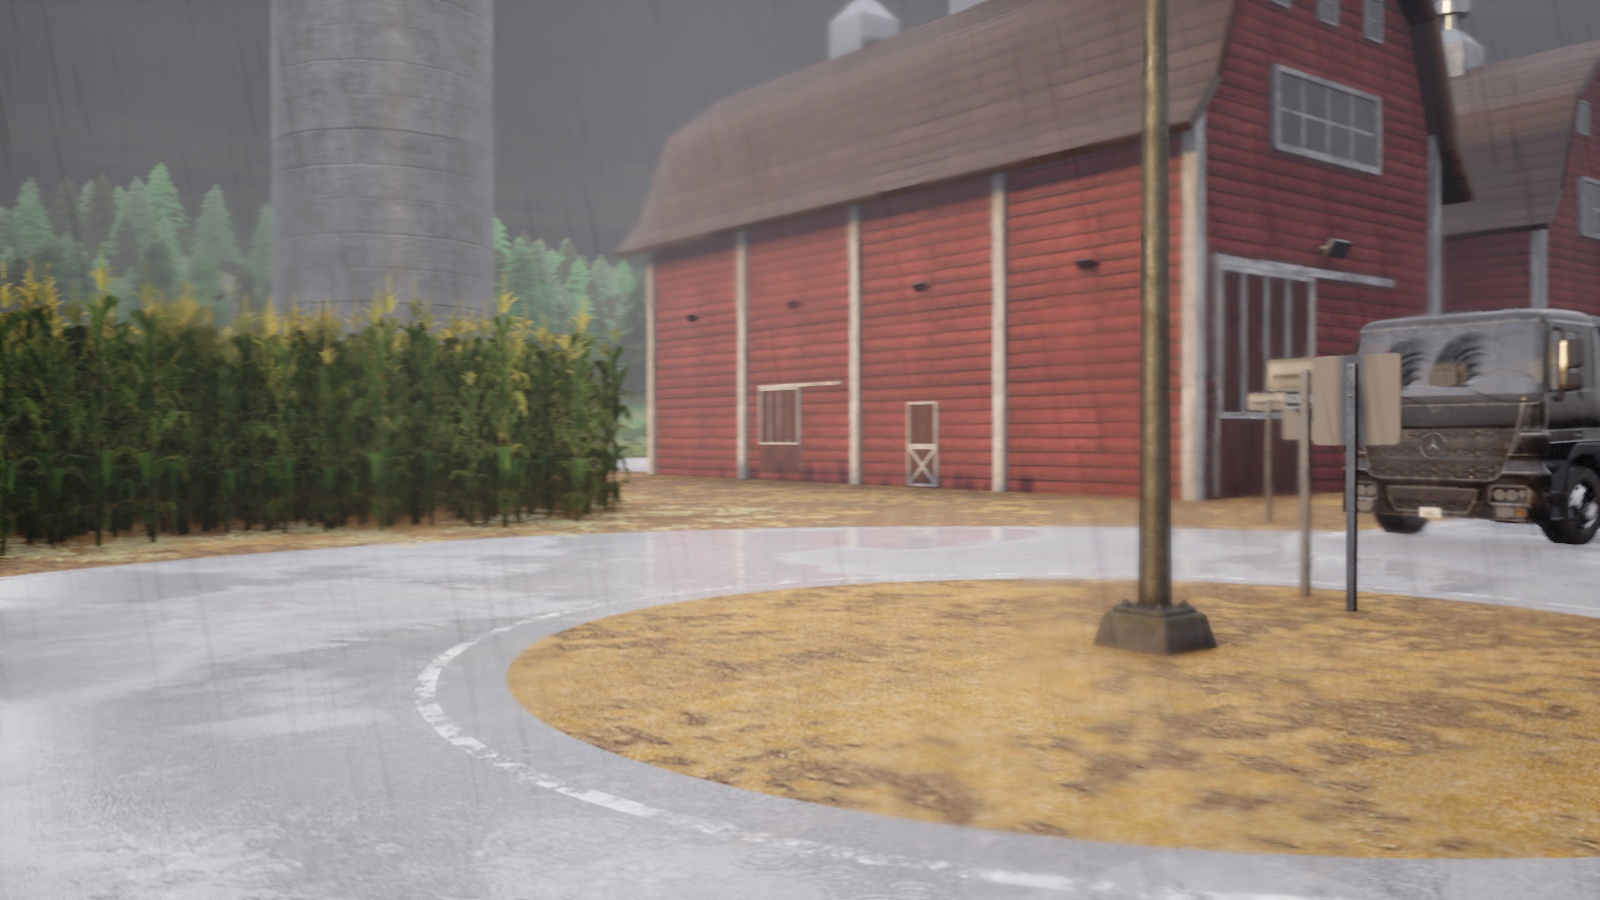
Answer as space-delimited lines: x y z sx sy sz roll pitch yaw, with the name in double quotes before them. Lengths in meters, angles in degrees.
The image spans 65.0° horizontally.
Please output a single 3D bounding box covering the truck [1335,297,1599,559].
"truck" 12.082 -0.322 20.187 7.936 3.462 2.891 0 1 -38
